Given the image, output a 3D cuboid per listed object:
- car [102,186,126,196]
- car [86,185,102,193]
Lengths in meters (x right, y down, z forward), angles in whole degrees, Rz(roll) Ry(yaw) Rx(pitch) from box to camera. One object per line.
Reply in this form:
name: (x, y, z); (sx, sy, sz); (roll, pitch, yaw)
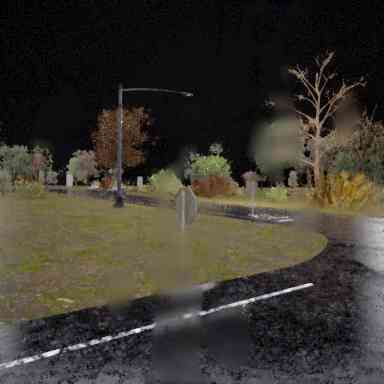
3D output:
car: (-11.957, -0.214, 52.139); (1.812, 1.442, 4.674); (0, 2, -36)
car: (-17.550, -0.522, 59.932); (1.812, 1.442, 4.674); (0, 2, -36)
